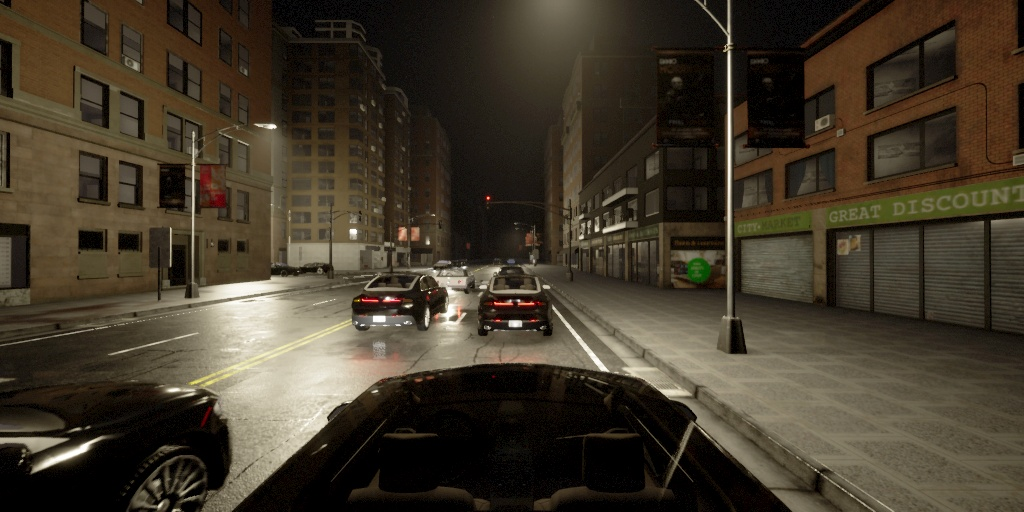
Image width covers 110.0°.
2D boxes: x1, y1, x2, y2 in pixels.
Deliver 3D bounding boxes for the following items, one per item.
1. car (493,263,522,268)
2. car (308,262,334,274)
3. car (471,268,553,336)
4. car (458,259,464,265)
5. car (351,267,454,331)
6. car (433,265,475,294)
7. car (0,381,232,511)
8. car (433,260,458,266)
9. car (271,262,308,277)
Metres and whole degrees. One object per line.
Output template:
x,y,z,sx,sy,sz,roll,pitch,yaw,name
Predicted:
-0.035,1.279,19.644,1.812,1.442,4.674,0,0,0,car
-22.227,1.348,40.053,4.313,1.339,1.948,0,0,0,car
0.081,1.256,10.387,1.837,1.490,4.892,0,0,0,car
-9.942,1.343,61.908,1.994,1.385,4.181,0,0,0,car
-3.170,1.256,10.978,1.837,1.490,4.892,0,0,0,car
-3.189,1.354,20.290,1.895,1.301,4.718,0,0,0,car
-3.154,1.242,0.866,2.128,1.511,4.902,0,0,0,car
-9.918,1.319,52.220,2.033,1.411,5.357,0,0,4,car
-22.610,1.316,34.572,4.181,1.385,1.994,0,0,0,car
